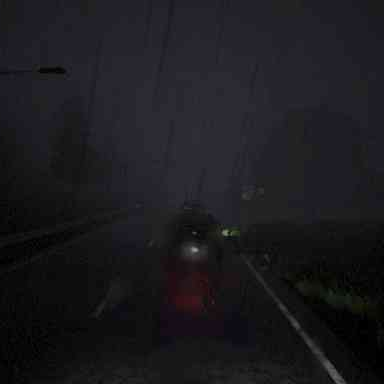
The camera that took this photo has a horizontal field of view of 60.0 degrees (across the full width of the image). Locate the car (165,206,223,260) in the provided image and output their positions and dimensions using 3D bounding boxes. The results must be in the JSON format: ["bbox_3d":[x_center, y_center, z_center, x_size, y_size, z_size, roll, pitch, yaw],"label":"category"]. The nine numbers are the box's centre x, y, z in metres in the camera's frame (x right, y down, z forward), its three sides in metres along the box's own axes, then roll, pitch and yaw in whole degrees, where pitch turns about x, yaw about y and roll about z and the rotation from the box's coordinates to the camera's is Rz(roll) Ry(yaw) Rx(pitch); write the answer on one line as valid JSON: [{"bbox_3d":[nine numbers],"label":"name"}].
[{"bbox_3d":[0.078,1.478,12.265,1.837,1.490,4.892,0,0,0],"label":"car"}]

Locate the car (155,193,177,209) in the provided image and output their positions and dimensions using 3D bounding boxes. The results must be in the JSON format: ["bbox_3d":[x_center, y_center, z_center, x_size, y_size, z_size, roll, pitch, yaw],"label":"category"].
[{"bbox_3d":[-3.580,1.126,44.285,2.150,2.045,5.566,0,0,0],"label":"car"}]

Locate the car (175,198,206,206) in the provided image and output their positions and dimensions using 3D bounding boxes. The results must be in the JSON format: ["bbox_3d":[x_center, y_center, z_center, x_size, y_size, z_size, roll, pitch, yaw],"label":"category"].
[{"bbox_3d":[0.060,1.365,26.223,2.128,1.511,4.902,-1,0,0],"label":"car"}]
